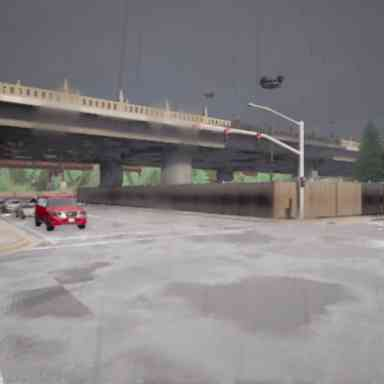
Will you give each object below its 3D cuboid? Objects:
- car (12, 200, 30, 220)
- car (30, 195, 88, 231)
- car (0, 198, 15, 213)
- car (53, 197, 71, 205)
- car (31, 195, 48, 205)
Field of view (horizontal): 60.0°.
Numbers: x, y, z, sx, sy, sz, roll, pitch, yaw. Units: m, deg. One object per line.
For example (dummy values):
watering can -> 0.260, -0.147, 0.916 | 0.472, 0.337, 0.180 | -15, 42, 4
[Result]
car -> -14.190, 1.655, 29.274 | 1.895, 1.301, 4.718 | 0, 0, -36
car -> -8.527, 1.273, 21.376 | 2.150, 2.045, 5.566 | 0, 0, -36
car -> -20.005, 1.584, 37.406 | 1.812, 1.442, 4.674 | 0, 0, -35
car -> -23.969, 1.637, 61.285 | 1.994, 1.385, 4.181 | 0, 0, -36
car -> -27.853, 1.424, 60.697 | 2.097, 1.767, 4.553 | 0, 0, -36
